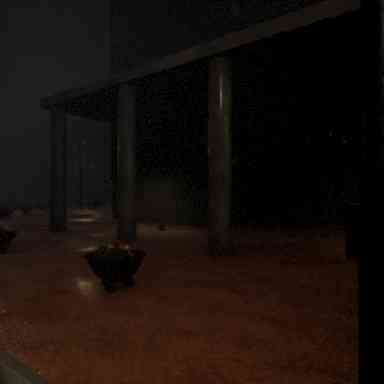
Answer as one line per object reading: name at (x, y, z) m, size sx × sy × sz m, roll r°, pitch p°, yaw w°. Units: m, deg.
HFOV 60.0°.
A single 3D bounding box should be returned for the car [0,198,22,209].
car at (-23.934, 1.562, 43.742) m, size 2.128 × 1.511 × 4.902 m, roll 0°, pitch 0°, yaw -11°
